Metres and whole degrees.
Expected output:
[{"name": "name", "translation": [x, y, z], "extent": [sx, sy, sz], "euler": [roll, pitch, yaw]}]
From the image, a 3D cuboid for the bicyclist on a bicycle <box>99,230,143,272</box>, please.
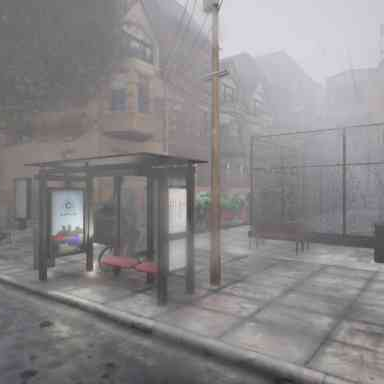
[{"name": "bicyclist on a bicycle", "translation": [-1.869, 1.341, 9.165], "extent": [0.582, 1.620, 1.656], "euler": [1, -3, 36]}]
